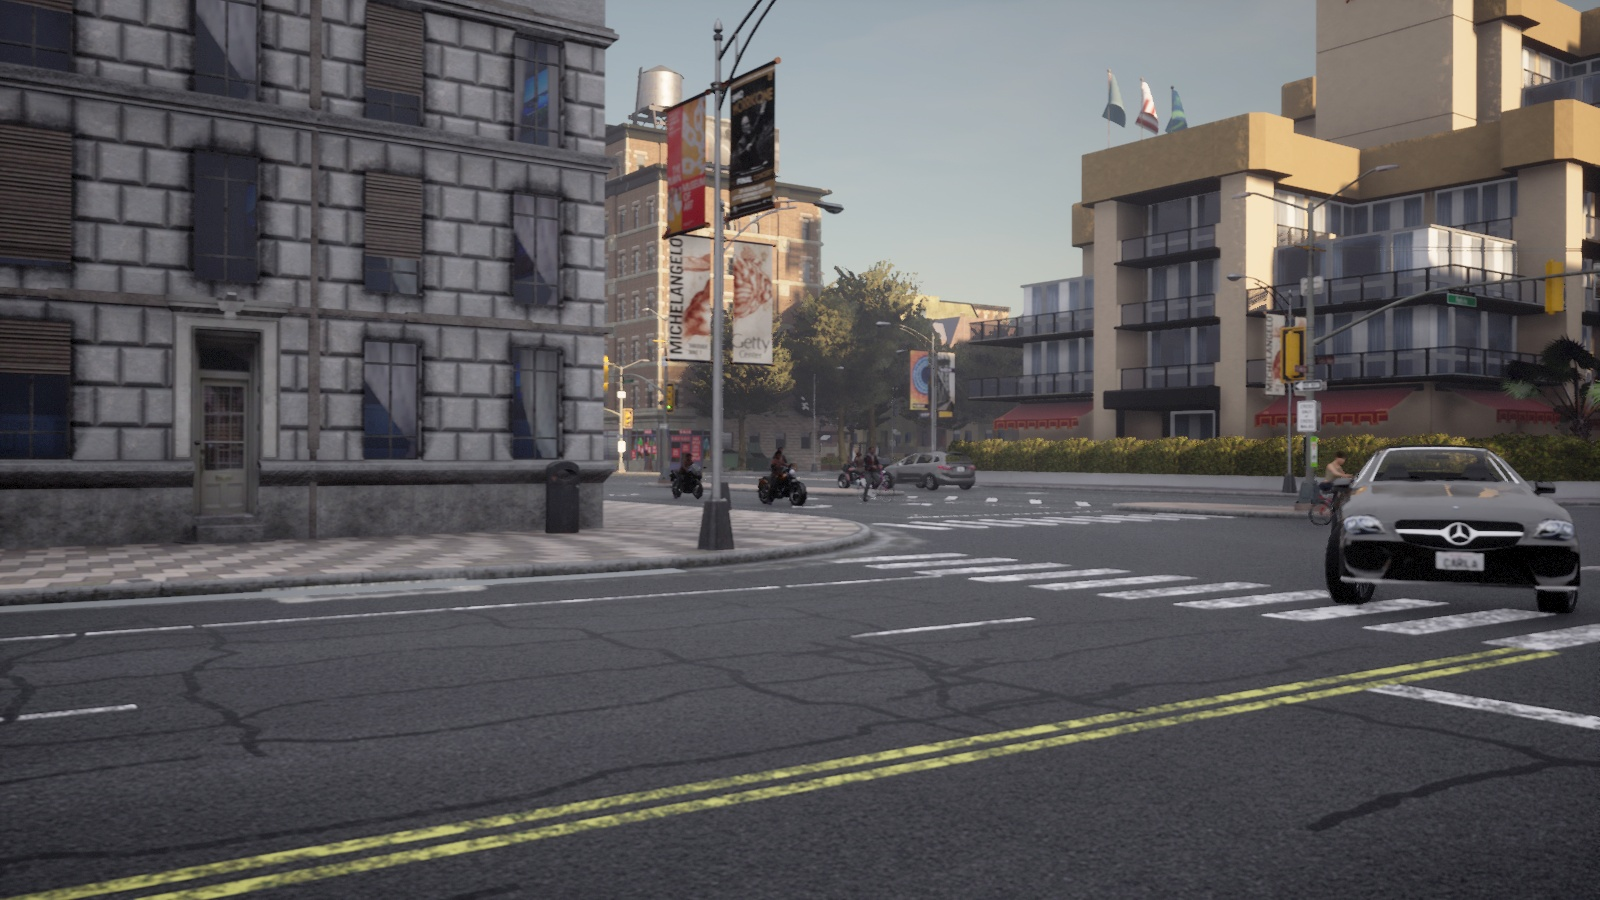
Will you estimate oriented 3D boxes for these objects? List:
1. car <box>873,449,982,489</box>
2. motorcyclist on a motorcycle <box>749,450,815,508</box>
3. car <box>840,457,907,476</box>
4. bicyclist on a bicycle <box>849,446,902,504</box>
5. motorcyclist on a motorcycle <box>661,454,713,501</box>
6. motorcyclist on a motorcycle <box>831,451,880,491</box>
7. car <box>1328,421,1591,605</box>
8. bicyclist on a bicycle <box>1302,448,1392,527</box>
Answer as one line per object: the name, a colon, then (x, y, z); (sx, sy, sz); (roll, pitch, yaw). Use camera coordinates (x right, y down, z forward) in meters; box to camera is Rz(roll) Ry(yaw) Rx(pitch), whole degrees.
car: (5.509, 0.790, 54.673); (2.242, 1.667, 4.611); (0, 0, -35)
motorcyclist on a motorcycle: (-0.550, 0.833, 37.182); (0.766, 1.649, 2.350); (0, 0, -35)
car: (5.345, 1.183, 91.227); (4.718, 1.301, 1.895); (0, 0, -35)
bicyclist on a bicycle: (2.346, 0.760, 39.147); (0.659, 1.776, 1.843); (0, 0, -35)
motorcyclist on a motorcycle: (-3.767, 0.883, 41.773); (0.797, 1.523, 2.044); (0, 0, -35)
motorcyclist on a motorcycle: (2.337, 0.892, 53.103); (0.766, 1.649, 2.350); (0, 0, -35)
car: (7.071, 0.573, 14.006); (2.152, 1.651, 5.027); (0, 0, 23)
bicyclist on a bicycle: (11.522, 0.777, 26.468); (0.866, 1.612, 1.509); (1, -1, -42)
